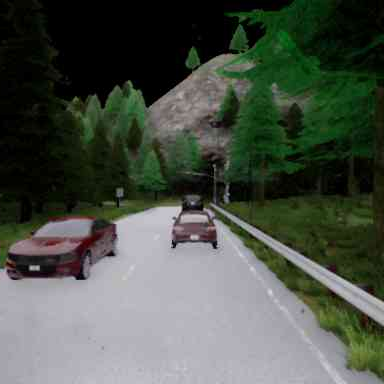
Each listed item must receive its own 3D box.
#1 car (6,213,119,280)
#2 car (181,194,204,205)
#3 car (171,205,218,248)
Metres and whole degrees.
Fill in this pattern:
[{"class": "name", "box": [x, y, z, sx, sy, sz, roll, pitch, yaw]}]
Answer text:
[{"class": "car", "box": [-3.594, 1.470, 10.118, 1.882, 1.535, 5.008, 0, 0, 0]}, {"class": "car", "box": [0.081, 1.192, 33.644, 2.150, 2.045, 5.566, 0, 0, 0]}, {"class": "car", "box": [0.093, 1.513, 14.561, 1.812, 1.442, 4.674, 0, 0, 0]}]
